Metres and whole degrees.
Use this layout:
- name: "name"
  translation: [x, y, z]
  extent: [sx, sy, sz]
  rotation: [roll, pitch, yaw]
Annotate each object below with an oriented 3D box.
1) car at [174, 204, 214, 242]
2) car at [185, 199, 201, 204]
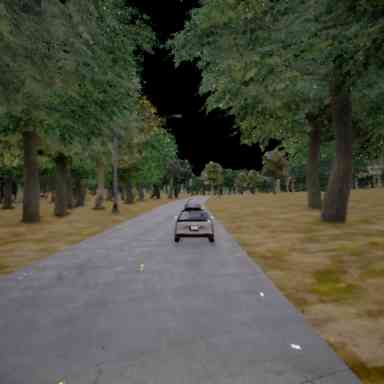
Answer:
- name: "car"
  translation: [0.099, 1.553, 16.453]
  extent: [2.033, 1.411, 5.357]
  rotation: [0, 0, 0]
- name: "car"
  translation: [0.100, 1.568, 40.821]
  extent: [1.994, 1.385, 4.181]
  rotation: [0, 0, 0]
